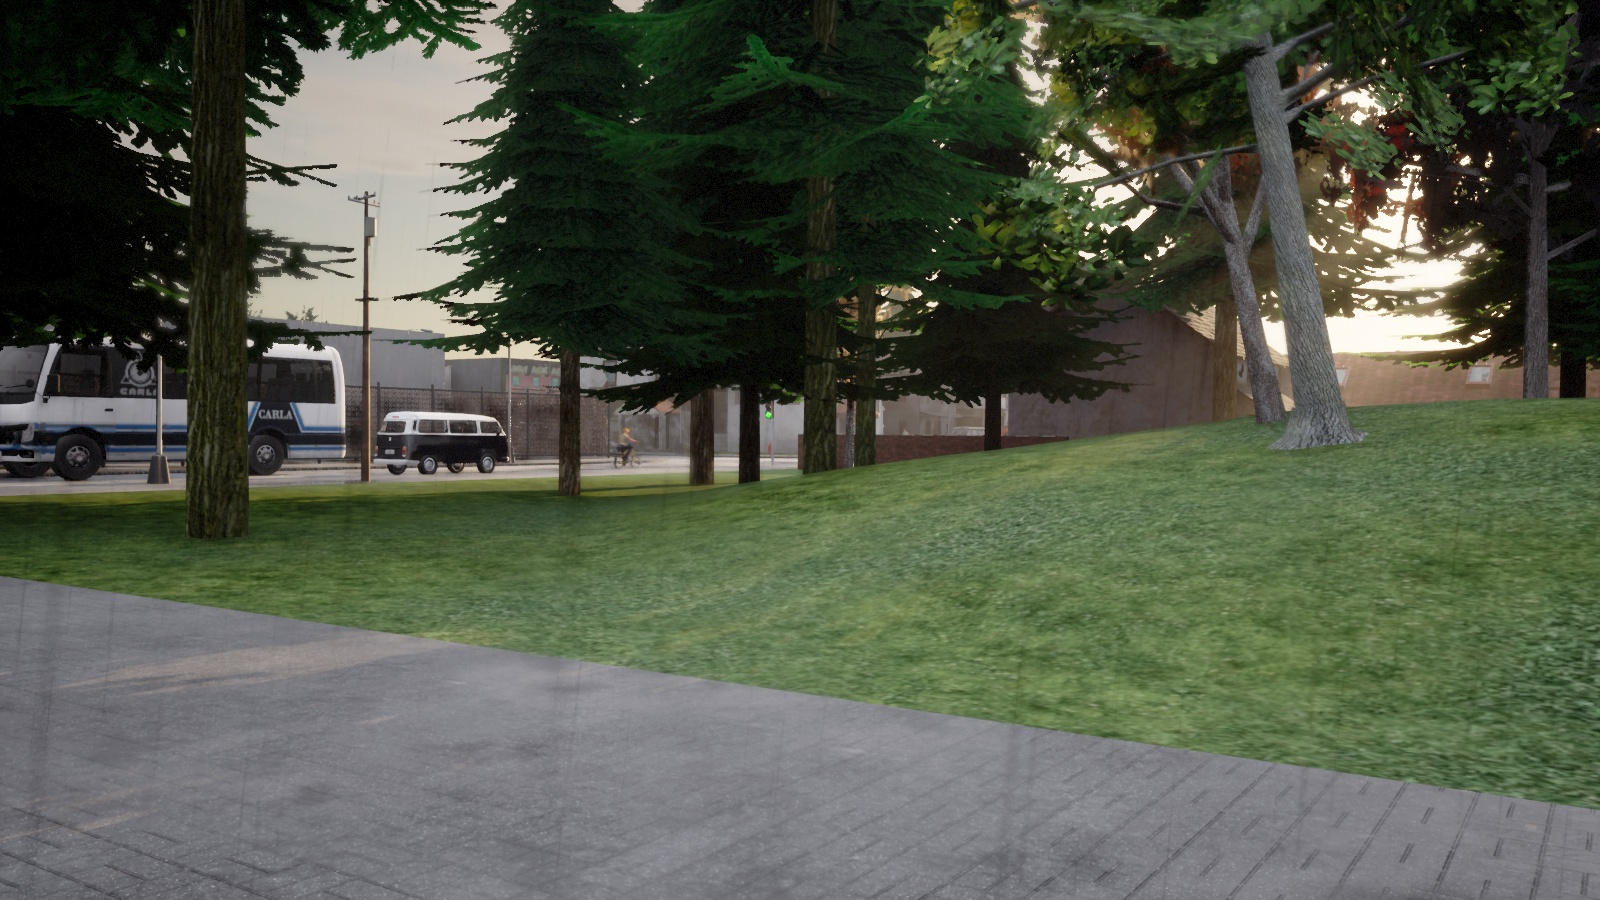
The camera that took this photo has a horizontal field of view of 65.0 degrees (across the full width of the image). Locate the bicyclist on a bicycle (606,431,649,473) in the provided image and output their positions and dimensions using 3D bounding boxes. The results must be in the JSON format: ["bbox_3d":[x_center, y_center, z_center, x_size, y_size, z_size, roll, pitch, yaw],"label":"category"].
[{"bbox_3d":[-6.701,0.061,48.880,0.866,1.612,1.509,0,1,33],"label":"bicyclist on a bicycle"}]

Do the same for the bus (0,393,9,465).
[{"bbox_3d":[-51.309,-1.151,71.100,3.944,4.253,10.273,0,1,37],"label":"bus"}]

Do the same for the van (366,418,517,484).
[{"bbox_3d":[-11.720,-0.003,41.329,2.069,2.038,4.480,0,1,34],"label":"van"}]

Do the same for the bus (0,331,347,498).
[{"bbox_3d":[-19.142,-0.982,37.384,3.944,4.253,10.273,0,1,33],"label":"bus"}]

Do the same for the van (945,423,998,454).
[{"bbox_3d":[11.444,-0.759,83.486,1.775,1.987,4.442,0,1,33],"label":"van"}]
